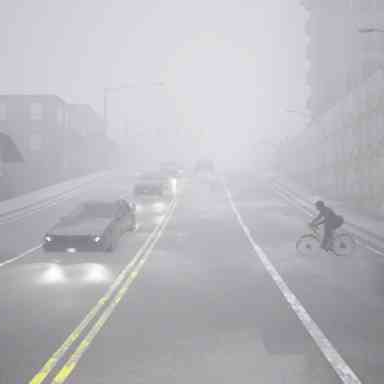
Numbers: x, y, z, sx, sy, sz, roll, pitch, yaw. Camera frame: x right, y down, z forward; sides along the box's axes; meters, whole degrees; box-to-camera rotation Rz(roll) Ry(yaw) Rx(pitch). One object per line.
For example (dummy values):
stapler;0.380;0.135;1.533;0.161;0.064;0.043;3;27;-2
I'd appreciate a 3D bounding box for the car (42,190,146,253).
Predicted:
car;-3.234;0.976;11.782;2.033;1.411;5.357;0;5;2

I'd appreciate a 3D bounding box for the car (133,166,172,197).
car;-2.809;-0.692;23.300;1.882;1.535;5.008;0;9;2

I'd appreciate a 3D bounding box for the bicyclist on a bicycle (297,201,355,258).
bicyclist on a bicycle;3.786;1.075;9.419;1.656;1.620;0.582;-2;4;2

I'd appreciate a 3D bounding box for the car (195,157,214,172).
car;1.442;-3.299;39.024;2.097;1.767;4.553;0;7;2

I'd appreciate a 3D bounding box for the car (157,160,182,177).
car;-2.378;-2.461;34.212;1.837;1.490;4.892;0;9;2

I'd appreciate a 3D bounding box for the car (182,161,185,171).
car;-1.960;-3.626;45.664;2.128;1.511;4.902;0;2;3
